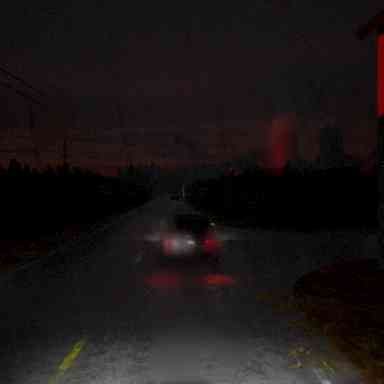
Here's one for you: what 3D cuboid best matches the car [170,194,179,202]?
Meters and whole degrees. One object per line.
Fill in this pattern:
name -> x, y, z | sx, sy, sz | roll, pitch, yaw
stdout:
car -> -3.632, 1.212, 69.603 | 2.128, 1.511, 4.902 | 0, 0, -4

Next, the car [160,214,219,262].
car -> -0.128, 1.497, 11.894 | 2.033, 1.411, 5.357 | 0, 0, -2
